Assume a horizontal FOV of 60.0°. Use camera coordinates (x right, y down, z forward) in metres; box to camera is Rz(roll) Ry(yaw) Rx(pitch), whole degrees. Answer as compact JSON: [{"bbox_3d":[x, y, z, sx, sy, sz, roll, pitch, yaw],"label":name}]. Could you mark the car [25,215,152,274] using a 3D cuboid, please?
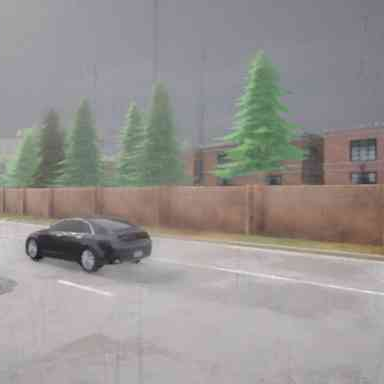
[{"bbox_3d":[-3.463,1.507,10.701,4.892,1.490,1.837,-1,0,36],"label":"car"}]
